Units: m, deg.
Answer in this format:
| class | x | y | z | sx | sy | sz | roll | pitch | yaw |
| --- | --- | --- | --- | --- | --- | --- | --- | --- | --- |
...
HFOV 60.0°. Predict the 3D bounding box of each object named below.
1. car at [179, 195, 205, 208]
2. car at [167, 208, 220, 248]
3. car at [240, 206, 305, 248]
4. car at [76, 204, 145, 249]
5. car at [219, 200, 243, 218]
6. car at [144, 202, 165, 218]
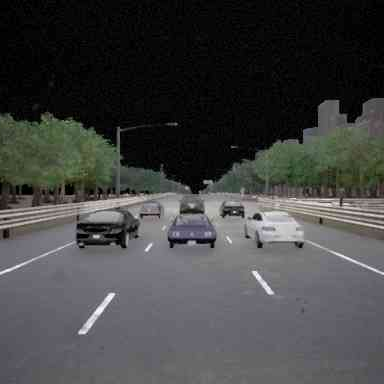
| class | x | y | z | sx | sy | sz | roll | pitch | yaw |
| --- | --- | --- | --- | --- | --- | --- | --- | --- | --- |
| car | 0.000 | 1.253 | 29.680 | 2.150 | 2.045 | 5.566 | 0 | 0 | 0 |
| car | 0.000 | 1.616 | 14.680 | 1.895 | 1.301 | 4.718 | 0 | 0 | 0 |
| car | 3.500 | 1.533 | 14.650 | 1.812 | 1.442 | 4.674 | 0 | 0 | 0 |
| car | -3.500 | 1.485 | 14.650 | 1.882 | 1.535 | 5.008 | 0 | 0 | 0 |
| car | 3.500 | 1.481 | 29.649 | 1.882 | 1.535 | 5.008 | 0 | 0 | 0 |
| car | -3.500 | 1.559 | 29.650 | 2.033 | 1.411 | 5.357 | 0 | 0 | 0 |
